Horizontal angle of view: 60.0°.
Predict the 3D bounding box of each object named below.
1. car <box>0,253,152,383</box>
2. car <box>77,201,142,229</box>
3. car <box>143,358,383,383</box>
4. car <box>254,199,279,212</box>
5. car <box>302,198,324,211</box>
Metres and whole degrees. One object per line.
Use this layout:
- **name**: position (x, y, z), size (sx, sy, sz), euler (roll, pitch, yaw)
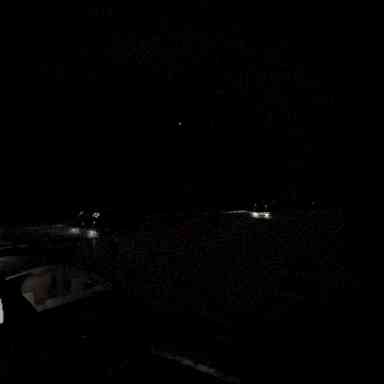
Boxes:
- **car**: position (-2.522, 1.547, 4.589), size (4.403, 1.369, 2.008), euler (0, 1, 36)
- **car**: position (-5.654, 1.471, 23.088), size (2.097, 1.767, 4.553), euler (2, 0, 35)
- **car**: position (1.982, 1.583, 1.377), size (4.206, 1.307, 1.802), euler (0, 1, 36)
- **car**: position (10.175, 1.806, 45.242), size (2.097, 1.767, 4.553), euler (2, 0, 36)
- **car**: position (19.243, 1.923, 52.966), size (2.150, 2.045, 5.566), euler (2, 0, 35)
